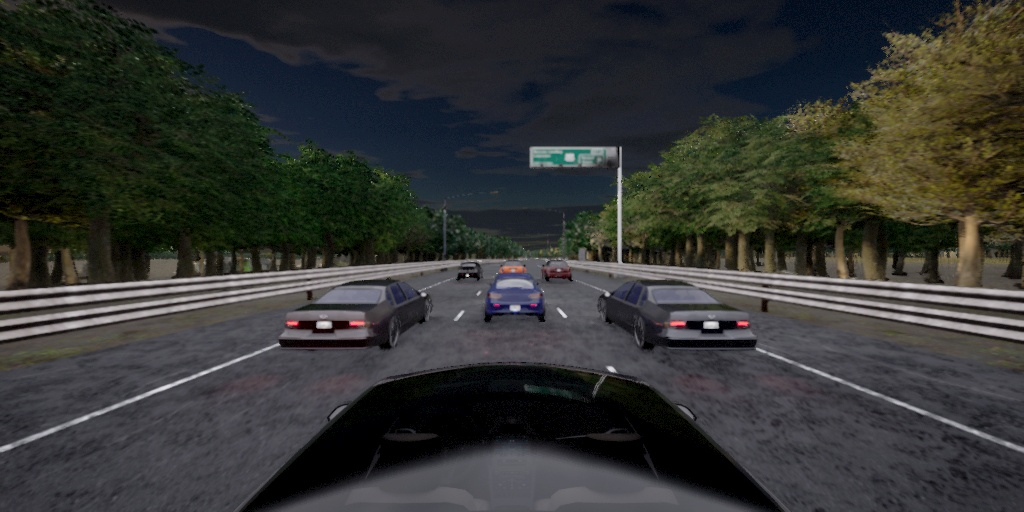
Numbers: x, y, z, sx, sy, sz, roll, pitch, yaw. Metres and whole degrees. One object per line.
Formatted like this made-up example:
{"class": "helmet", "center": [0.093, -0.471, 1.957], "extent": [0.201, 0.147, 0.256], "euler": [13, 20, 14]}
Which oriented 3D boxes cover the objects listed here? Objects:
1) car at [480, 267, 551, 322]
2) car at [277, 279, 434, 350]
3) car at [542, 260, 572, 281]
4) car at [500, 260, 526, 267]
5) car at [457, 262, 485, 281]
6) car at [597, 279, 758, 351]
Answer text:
{"class": "car", "center": [0.080, 1.270, 12.202], "extent": [1.812, 1.442, 4.674], "euler": [0, 0, 0]}
{"class": "car", "center": [-3.403, 1.293, 9.001], "extent": [2.033, 1.411, 5.357], "euler": [0, 0, 0]}
{"class": "car", "center": [3.587, 1.099, 29.517], "extent": [2.097, 1.767, 4.553], "euler": [0, 0, 0]}
{"class": "car", "center": [0.087, 1.099, 29.514], "extent": [2.097, 1.767, 4.553], "euler": [0, 0, 0]}
{"class": "car", "center": [-3.414, 1.252, 29.900], "extent": [1.837, 1.490, 4.892], "euler": [0, 0, 0]}
{"class": "car", "center": [3.596, 1.294, 8.986], "extent": [2.033, 1.411, 5.357], "euler": [0, 0, 0]}
